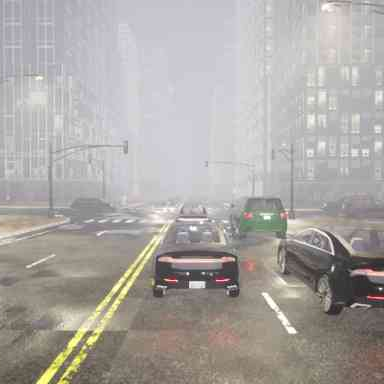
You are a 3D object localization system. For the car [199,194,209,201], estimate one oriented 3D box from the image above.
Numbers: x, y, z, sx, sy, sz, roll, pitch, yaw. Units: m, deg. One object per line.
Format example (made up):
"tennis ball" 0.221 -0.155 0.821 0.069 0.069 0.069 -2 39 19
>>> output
"car" 3.031 1.510 81.331 1.895 1.301 4.718 0 0 0

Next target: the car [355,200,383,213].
"car" 21.705 1.641 38.433 4.829 1.417 1.752 1 0 1

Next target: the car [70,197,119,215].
"car" -9.611 1.283 33.041 4.553 1.767 2.097 1 1 1

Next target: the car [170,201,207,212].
"car" 0.051 1.482 17.712 2.128 1.511 4.902 0 0 0

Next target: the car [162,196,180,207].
"car" -3.481 1.453 51.405 2.128 1.511 4.902 0 0 0

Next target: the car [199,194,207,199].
"car" 3.004 1.291 91.303 1.994 1.385 4.181 0 0 0

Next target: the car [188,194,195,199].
"car" -0.247 1.333 91.325 1.895 1.301 4.718 0 0 0

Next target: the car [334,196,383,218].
"car" 16.119 1.518 30.131 5.009 1.841 2.192 1 0 1

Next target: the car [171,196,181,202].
"car" -3.444 1.489 71.429 1.994 1.385 4.181 0 0 0

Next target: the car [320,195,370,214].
"car" 16.853 1.337 35.901 5.566 2.045 2.150 1 1 1

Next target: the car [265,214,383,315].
"car" 3.327 1.488 7.518 2.128 1.511 4.902 0 0 0

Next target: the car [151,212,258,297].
"car" 0.077 1.487 8.527 2.128 1.511 4.902 0 0 0

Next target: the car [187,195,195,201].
"car" -0.218 1.454 80.878 2.033 1.411 5.357 0 0 0

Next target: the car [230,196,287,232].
"car" 3.302 1.212 17.360 2.150 2.045 5.566 0 0 0
